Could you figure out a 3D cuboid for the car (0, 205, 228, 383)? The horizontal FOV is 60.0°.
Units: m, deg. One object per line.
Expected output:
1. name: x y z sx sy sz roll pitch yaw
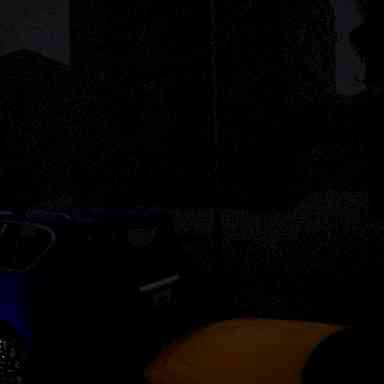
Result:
1. car: -2.525 1.229 5.063 5.566 2.045 2.435 0 0 35
